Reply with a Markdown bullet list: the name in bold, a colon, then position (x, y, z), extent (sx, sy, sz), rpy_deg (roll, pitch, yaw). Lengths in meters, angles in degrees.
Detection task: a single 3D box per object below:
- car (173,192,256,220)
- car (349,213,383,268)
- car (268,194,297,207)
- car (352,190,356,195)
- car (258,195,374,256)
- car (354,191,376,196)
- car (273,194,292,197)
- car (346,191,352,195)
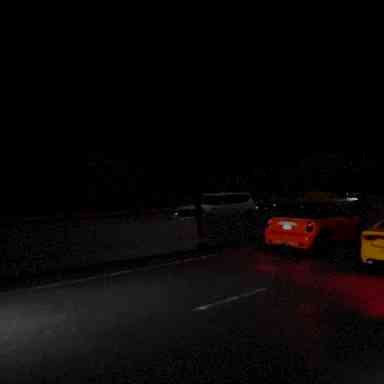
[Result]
- **car**: position (1.478, 1.032, 19.252), extent (5.566, 2.045, 2.150), rpy_deg (-1, 1, -44)
- **car**: position (6.636, 1.283, 9.533), extent (5.008, 1.535, 1.882), rpy_deg (-1, 1, -41)
- **car**: position (11.457, 0.989, 41.956), extent (1.837, 1.490, 4.892), rpy_deg (-1, 0, 37)
- **car**: position (32.902, 0.555, 64.253), extent (1.895, 1.301, 4.718), rpy_deg (-1, 1, 37)
- **car**: position (4.786, 1.162, 12.584), extent (4.553, 1.767, 2.097), rpy_deg (-1, 1, -42)
- **car**: position (26.125, 0.769, 49.653), extent (1.895, 1.301, 4.718), rpy_deg (-1, 1, 38)
- **car**: position (8.106, 1.139, 31.857), extent (1.812, 1.442, 4.674), rpy_deg (-1, 1, 38)
- **car**: position (35.878, 0.422, 73.960), extent (2.097, 1.767, 4.553), rpy_deg (-1, -1, 37)
